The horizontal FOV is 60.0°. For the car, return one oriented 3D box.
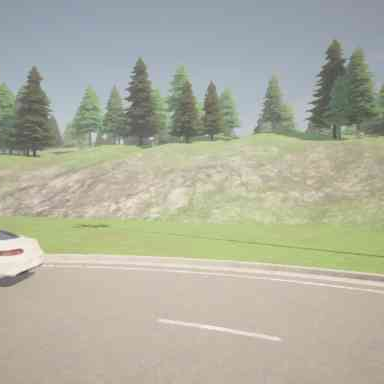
[{"bbox_3d":[-6.160,1.525,8.232,4.674,1.442,1.812,0,0,1],"label":"car"}]
